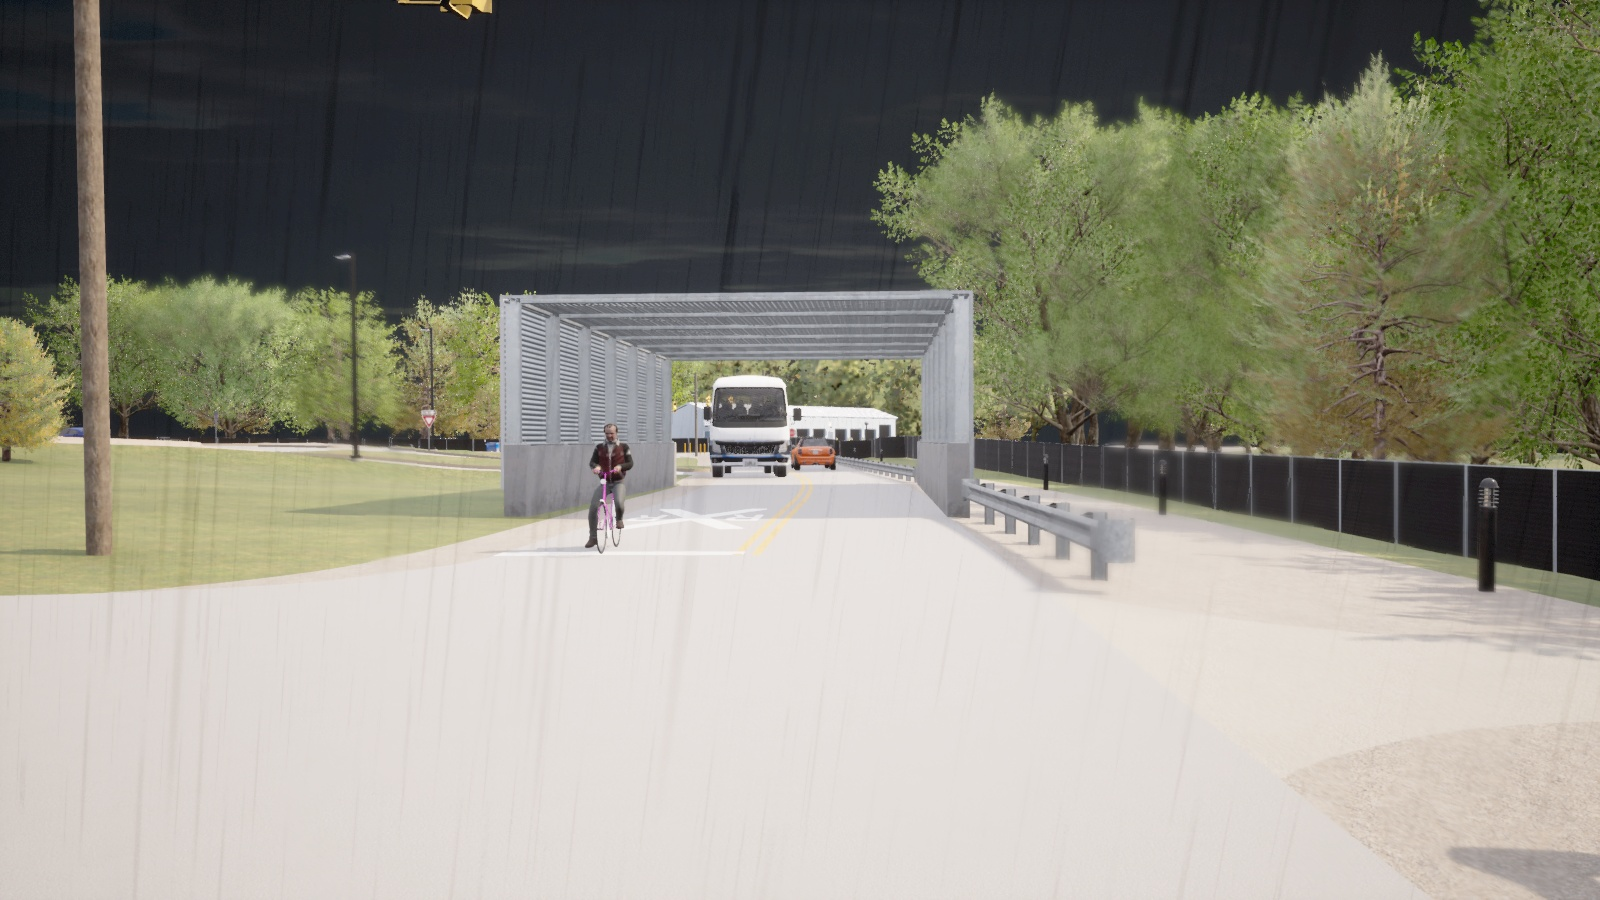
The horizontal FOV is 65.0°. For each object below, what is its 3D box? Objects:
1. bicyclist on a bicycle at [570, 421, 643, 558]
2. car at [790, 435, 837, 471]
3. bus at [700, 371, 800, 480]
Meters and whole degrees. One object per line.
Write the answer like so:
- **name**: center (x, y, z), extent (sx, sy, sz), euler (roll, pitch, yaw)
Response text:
- **bicyclist on a bicycle**: center (-2.633, 0.512, 17.259), extent (0.659, 1.776, 1.843), euler (0, 0, 2)
- **car**: center (0.642, 0.121, 65.248), extent (2.097, 1.767, 4.553), euler (0, 1, -4)
- **bus**: center (-2.232, -1.009, 54.471), extent (3.944, 4.253, 10.273), euler (0, 1, -3)
